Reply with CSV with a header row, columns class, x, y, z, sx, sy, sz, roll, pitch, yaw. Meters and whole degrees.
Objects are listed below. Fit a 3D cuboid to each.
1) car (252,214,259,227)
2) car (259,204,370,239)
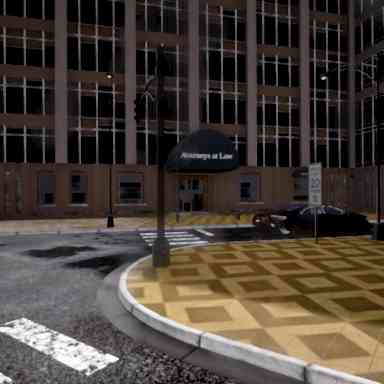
class,x,y,z,sx,sy,sz,roll,pitch,yaw
car,5.517,1.393,18.695,4.181,1.385,1.994,0,0,-14
car,6.075,1.309,15.896,4.902,1.511,2.128,0,0,-14
